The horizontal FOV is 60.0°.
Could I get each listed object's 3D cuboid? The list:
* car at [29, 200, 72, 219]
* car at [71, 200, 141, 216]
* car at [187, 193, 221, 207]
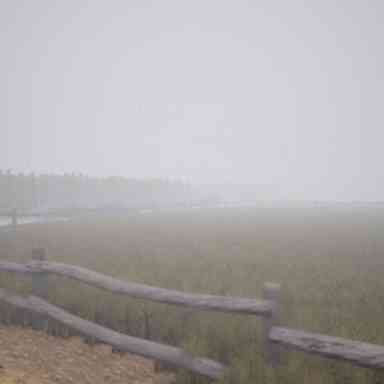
[{"bbox_3d":[-10.429,1.406,26.547,2.128,1.511,4.902,0,0,35],"label":"car"},{"bbox_3d":[-6.471,1.473,26.554,2.033,1.411,5.357,0,0,36],"label":"car"},{"bbox_3d":[1.632,1.138,43.405,2.150,2.045,5.566,0,0,36],"label":"car"}]
